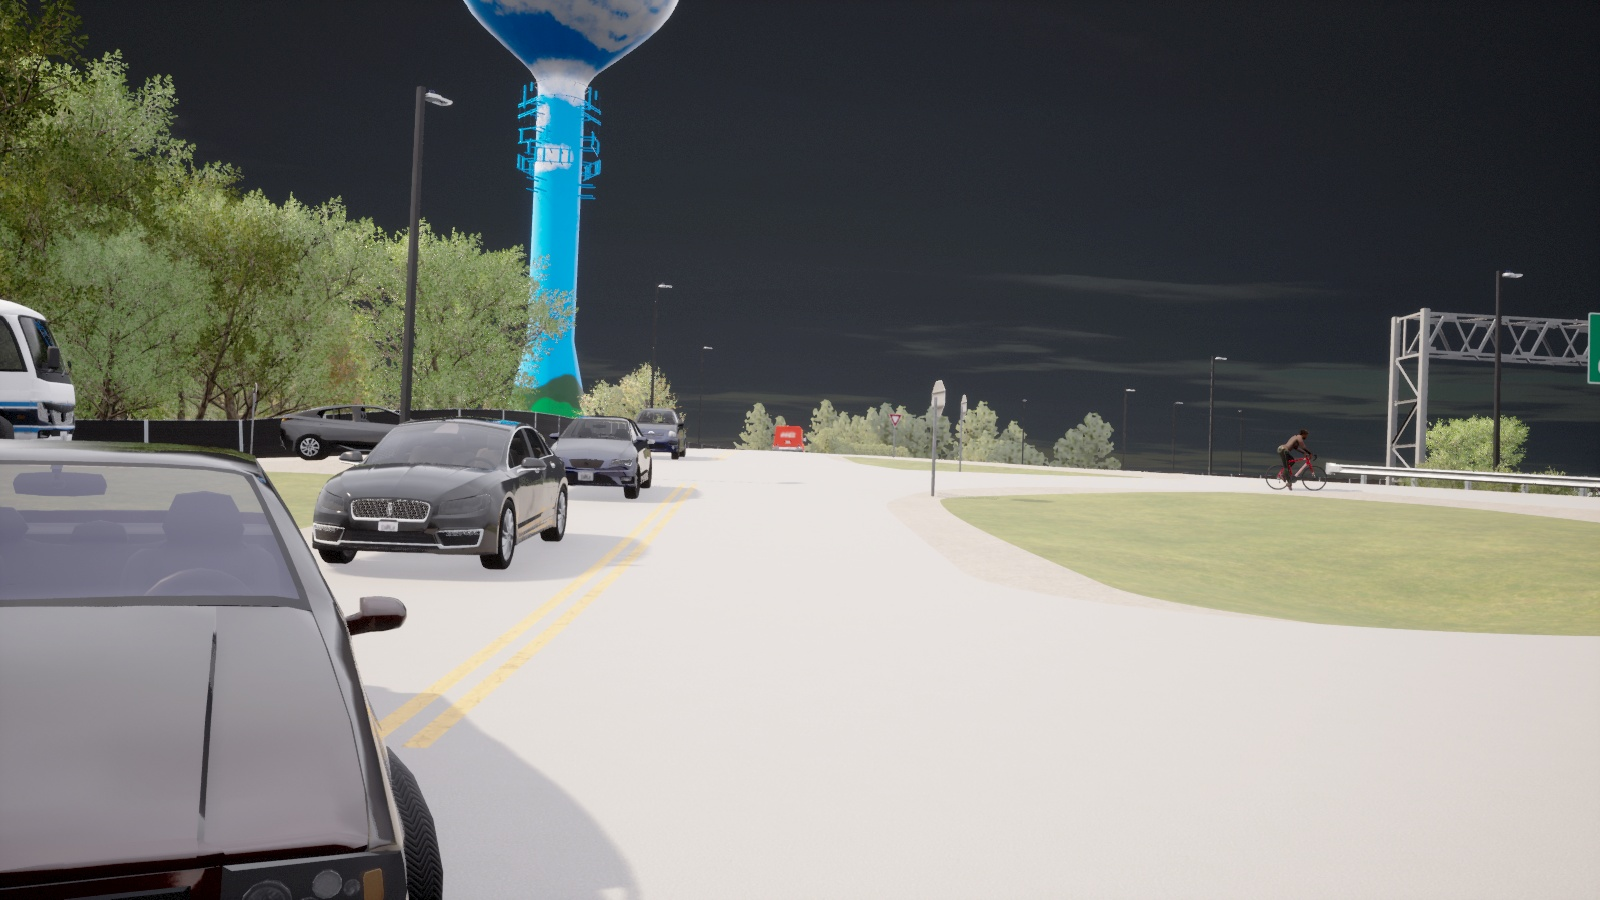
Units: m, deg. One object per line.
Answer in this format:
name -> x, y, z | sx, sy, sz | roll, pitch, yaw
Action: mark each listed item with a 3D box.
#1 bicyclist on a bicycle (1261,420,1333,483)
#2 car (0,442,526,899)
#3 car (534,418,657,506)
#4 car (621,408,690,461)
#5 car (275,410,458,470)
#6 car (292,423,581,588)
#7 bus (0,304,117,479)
bicyclist on a bicycle -> 13.155, 0.035, 33.267 | 1.656, 1.620, 0.582 | 1, 1, 0
car -> -2.554, 0.719, 4.461 | 2.033, 1.411, 5.357 | 1, 1, -24
car -> -3.843, 0.155, 24.277 | 1.816, 1.474, 4.193 | 1, 2, -2
car -> -4.688, -0.516, 41.172 | 1.851, 1.617, 3.988 | 1, 1, -1
car -> -11.635, -0.289, 34.009 | 4.514, 1.525, 2.007 | -1, 0, -14
car -> -3.832, 0.468, 14.197 | 1.837, 1.490, 4.892 | 1, 2, 0
bus -> -23.263, -1.375, 31.335 | 10.273, 4.253, 3.944 | -1, 1, -18
